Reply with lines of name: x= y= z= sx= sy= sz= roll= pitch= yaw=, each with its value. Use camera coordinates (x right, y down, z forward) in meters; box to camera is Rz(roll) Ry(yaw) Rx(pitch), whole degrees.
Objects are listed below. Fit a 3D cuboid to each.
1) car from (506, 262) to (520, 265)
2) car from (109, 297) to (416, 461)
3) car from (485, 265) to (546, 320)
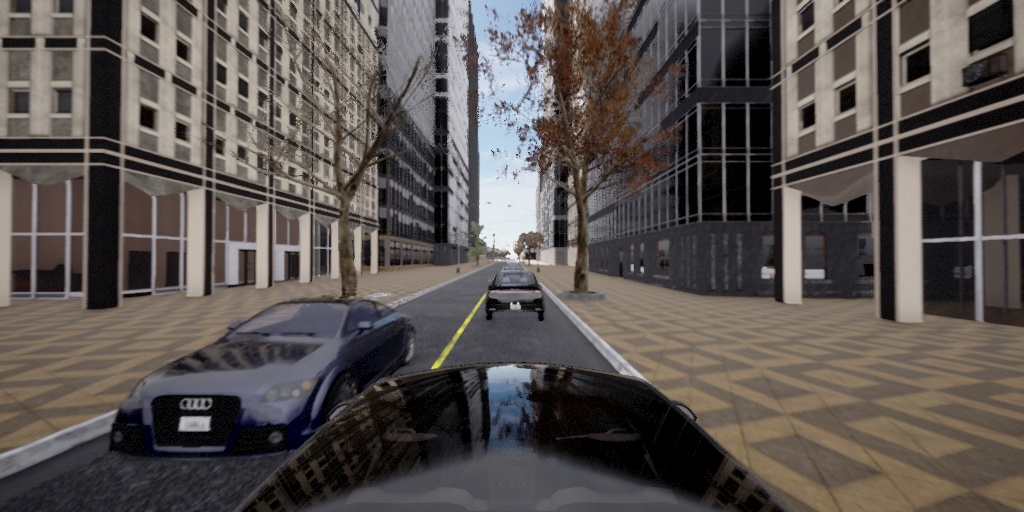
car: x=0.101 y=1.319 z=34.126 sx=2.033 sy=1.411 sz=5.357 roll=0 pitch=0 yaw=0
car: x=-2.819 y=1.316 z=5.190 sx=1.994 sy=1.385 sz=4.181 roll=0 pitch=0 yaw=0
car: x=0.101 y=1.248 z=12.675 sx=2.128 sy=1.511 sz=4.902 roll=0 pitch=0 yaw=0
